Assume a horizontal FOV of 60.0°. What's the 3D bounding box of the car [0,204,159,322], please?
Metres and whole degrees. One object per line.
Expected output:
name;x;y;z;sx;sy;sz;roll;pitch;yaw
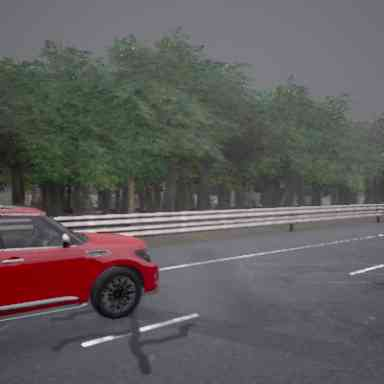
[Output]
car;-3.315;1.218;5.696;5.566;2.045;2.150;0;0;-36
